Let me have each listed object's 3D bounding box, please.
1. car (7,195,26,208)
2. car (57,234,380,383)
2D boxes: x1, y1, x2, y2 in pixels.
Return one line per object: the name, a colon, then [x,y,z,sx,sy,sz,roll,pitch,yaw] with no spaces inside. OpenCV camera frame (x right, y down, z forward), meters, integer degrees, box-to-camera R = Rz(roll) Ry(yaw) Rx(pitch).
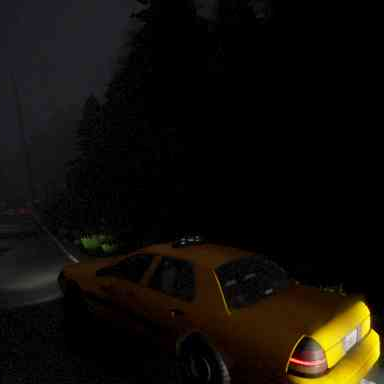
car: [-21.091,1.059,40.094,2.128,1.511,4.902,-2,2,-26]
car: [-0.253,1.417,5.093,5.366,1.575,1.801,1,1,44]
